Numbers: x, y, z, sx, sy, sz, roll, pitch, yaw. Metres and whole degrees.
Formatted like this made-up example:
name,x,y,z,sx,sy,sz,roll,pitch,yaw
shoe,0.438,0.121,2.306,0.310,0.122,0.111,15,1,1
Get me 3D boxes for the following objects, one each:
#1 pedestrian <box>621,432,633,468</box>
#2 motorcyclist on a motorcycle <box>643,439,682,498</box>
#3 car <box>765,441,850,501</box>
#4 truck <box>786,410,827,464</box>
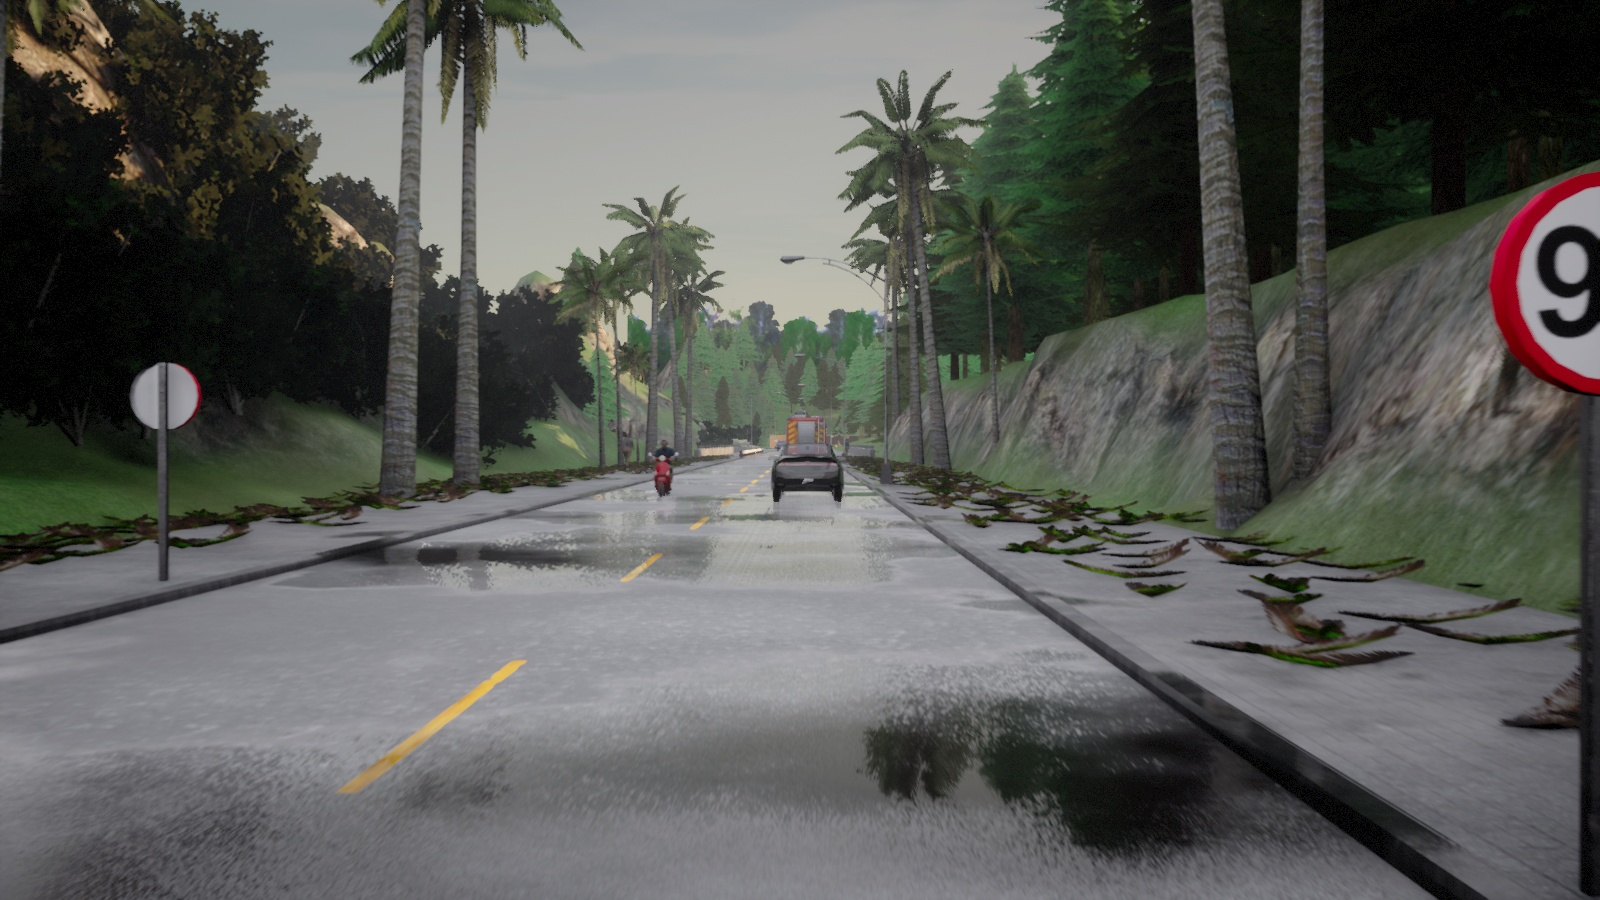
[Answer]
name,x,y,z,sx,sy,sz,roll,pitch,yaw
pedestrian,-8.862,-0.019,64.425,0.540,1.848,0.694,0,0,1
motorcyclist on a motorcycle,-3.795,0.501,34.795,0.866,1.590,1.817,0,0,0
car,0.199,0.512,33.820,2.128,1.511,4.902,0,0,0
truck,0.468,-0.948,94.166,2.891,3.827,8.468,0,0,0
